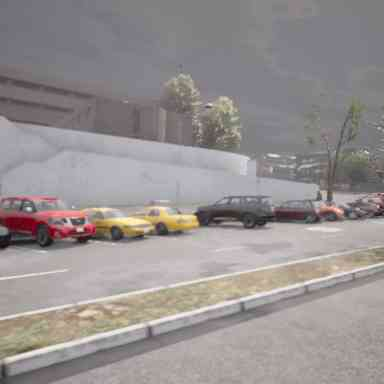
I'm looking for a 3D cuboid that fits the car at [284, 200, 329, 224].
[{"bbox_3d":[7.772,1.432,25.725,4.553,1.767,2.185,-1,-1,35],"label":"car"}]

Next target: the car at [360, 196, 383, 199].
[{"bbox_3d":[17.498,1.396,32.727,5.566,2.045,2.435,-1,-1,35],"label":"car"}]

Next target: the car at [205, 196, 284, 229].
[{"bbox_3d":[2.832,1.276,22.273,5.566,2.045,2.435,-1,-1,35],"label":"car"}]

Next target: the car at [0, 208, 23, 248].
[{"bbox_3d":[-9.331,1.520,13.539,4.792,1.488,2.163,-1,-1,34],"label":"car"}]

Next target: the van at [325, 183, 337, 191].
[{"bbox_3d":[36.824,-1.301,86.262,1.878,1.987,4.442,8,3,35],"label":"van"}]

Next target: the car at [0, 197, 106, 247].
[{"bbox_3d":[-6.888,1.243,15.286,5.566,2.045,2.435,-1,-1,34],"label":"car"}]

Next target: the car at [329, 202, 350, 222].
[{"bbox_3d":[10.167,1.453,27.509,4.553,1.767,2.185,-1,-1,34],"label":"car"}]

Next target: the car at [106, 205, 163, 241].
[{"bbox_3d":[-4.314,1.493,16.933,5.366,1.575,1.946,-1,-1,35],"label":"car"}]

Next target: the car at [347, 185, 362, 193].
[{"bbox_3d":[40.309,-0.529,81.426,2.231,1.521,4.892,7,3,35],"label":"car"}]

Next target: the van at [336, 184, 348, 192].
[{"bbox_3d":[38.552,-1.028,83.790,1.878,1.987,4.442,7,3,35],"label":"van"}]

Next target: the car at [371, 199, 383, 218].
[{"bbox_3d":[15.052,1.652,30.980,4.792,1.488,2.163,-1,-1,35],"label":"car"}]

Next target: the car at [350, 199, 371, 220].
[{"bbox_3d":[12.632,1.601,29.234,4.892,1.521,2.231,-1,-1,35],"label":"car"}]

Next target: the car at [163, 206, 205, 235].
[{"bbox_3d":[-2.181,1.505,18.879,5.366,1.575,1.946,-1,-1,35],"label":"car"}]
